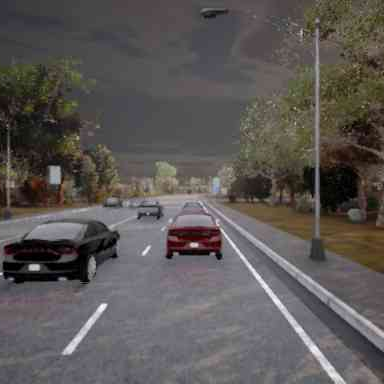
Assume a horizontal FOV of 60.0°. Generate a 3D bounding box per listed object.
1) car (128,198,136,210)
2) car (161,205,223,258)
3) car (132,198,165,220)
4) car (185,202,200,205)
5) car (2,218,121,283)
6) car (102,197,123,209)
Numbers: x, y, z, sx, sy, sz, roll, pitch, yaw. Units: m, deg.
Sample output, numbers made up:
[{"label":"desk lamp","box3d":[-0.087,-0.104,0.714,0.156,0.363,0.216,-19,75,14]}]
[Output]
[{"label":"car","box3d":[-7.095,1.490,43.768,2.128,1.511,4.902,0,0,0]},{"label":"car","box3d":[0.082,1.485,12.792,1.882,1.535,5.008,0,0,0]},{"label":"car","box3d":[-3.420,1.495,28.348,2.128,1.511,4.902,0,0,0]},{"label":"car","box3d":[0.082,1.567,28.893,1.994,1.385,4.181,0,0,0]},{"label":"car","box3d":[-3.428,1.485,9.743,1.882,1.535,5.008,0,0,0]},{"label":"car","box3d":[-10.589,1.476,44.729,1.882,1.535,5.008,0,0,0]}]
